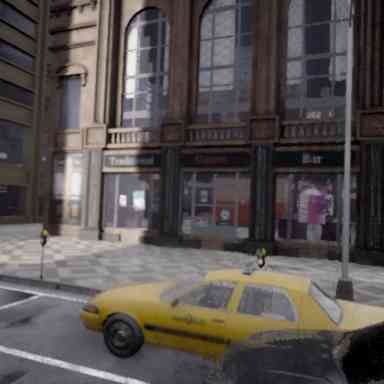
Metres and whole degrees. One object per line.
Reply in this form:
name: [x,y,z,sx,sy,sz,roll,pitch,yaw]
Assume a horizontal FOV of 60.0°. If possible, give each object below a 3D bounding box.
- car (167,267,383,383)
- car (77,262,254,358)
car: [2.426,1.709,2.398,4.892,1.490,1.837,1,-2,20]
car: [0.582,1.756,5.070,4.829,1.417,1.752,1,-2,20]
